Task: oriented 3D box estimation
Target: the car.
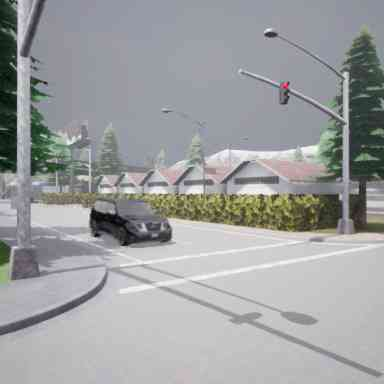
[{"bbox_3d":[-3.124,1.352,15.770,2.150,2.045,5.566,0,1,-36],"label":"car"}]
